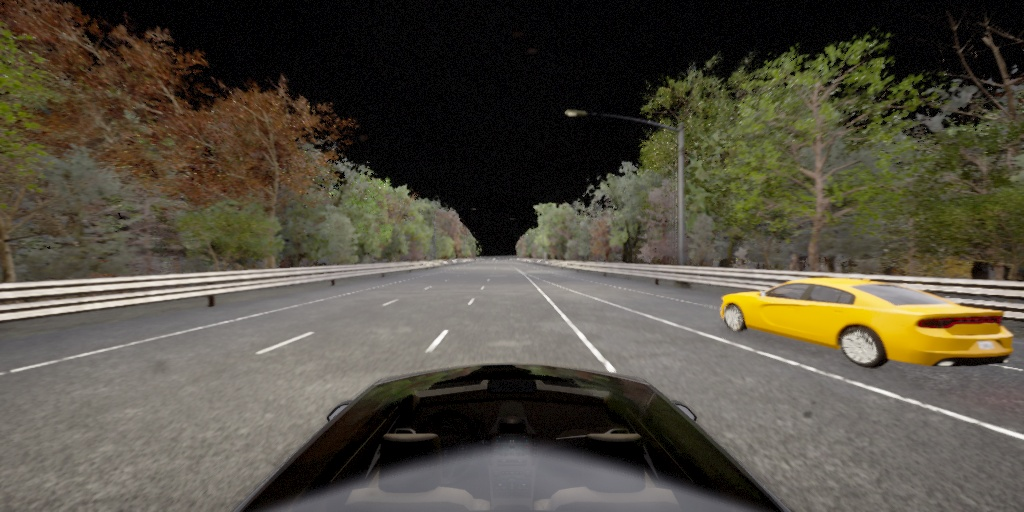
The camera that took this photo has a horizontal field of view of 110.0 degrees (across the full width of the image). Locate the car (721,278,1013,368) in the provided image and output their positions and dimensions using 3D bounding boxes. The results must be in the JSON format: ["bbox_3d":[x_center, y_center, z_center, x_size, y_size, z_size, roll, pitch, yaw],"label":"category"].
[{"bbox_3d":[6.952,1.222,7.959,1.882,1.535,5.008,0,0,-8],"label":"car"}]
